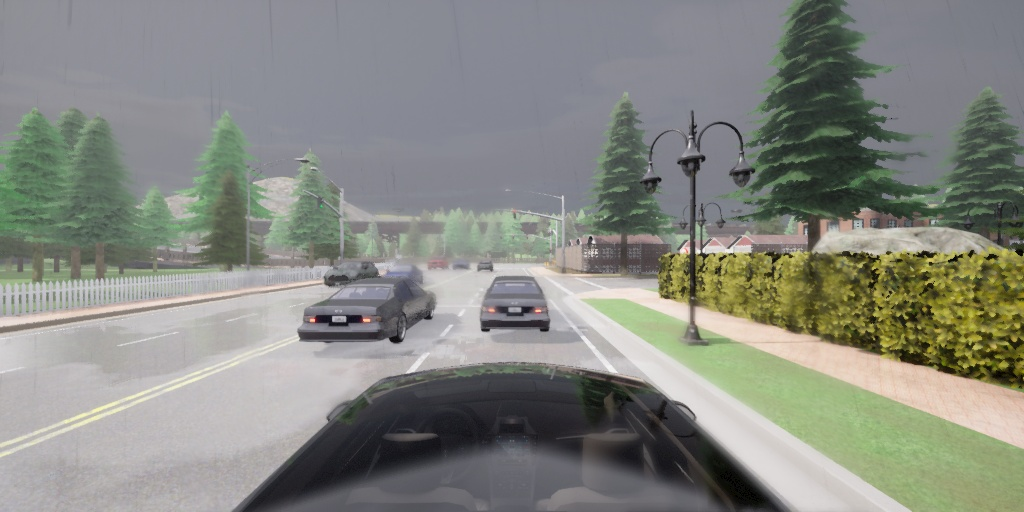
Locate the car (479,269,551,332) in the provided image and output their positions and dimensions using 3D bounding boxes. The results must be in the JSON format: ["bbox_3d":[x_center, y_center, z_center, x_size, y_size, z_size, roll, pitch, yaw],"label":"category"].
[{"bbox_3d":[0.085,1.297,10.839,2.033,1.411,5.357,0,0,0],"label":"car"}]

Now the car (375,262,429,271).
[{"bbox_3d":[-7.084,1.276,23.544,1.812,1.442,4.674,0,0,0],"label":"car"}]

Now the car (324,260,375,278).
[{"bbox_3d":[-10.598,1.102,24.039,2.097,1.767,4.553,0,0,0],"label":"car"}]

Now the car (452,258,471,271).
[{"bbox_3d":[-7.029,1.101,50.108,2.097,1.767,4.553,0,0,1],"label":"car"}]

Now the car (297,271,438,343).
[{"bbox_3d":[-3.416,1.297,9.624,2.033,1.411,5.357,0,0,0],"label":"car"}]

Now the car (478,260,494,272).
[{"bbox_3d":[-3.395,1.241,46.713,2.128,1.511,4.902,0,0,0],"label":"car"}]

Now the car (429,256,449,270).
[{"bbox_3d":[-10.514,0.975,51.491,2.150,2.045,5.566,0,0,0],"label":"car"}]
